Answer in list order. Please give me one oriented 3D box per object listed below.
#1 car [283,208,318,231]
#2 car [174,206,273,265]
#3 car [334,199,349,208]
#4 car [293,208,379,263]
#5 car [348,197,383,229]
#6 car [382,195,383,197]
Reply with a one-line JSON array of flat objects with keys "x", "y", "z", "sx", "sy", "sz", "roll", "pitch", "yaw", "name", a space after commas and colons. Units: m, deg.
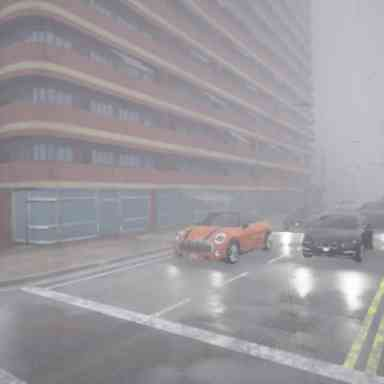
[{"x": 7.248, "y": 1.682, "z": 20.963, "sx": 1.994, "sy": 1.385, "sz": 4.181, "roll": -1, "pitch": -1, "yaw": 35, "name": "car"}, {"x": 1.308, "y": 1.473, "z": 12.448, "sx": 2.097, "sy": 1.767, "sz": 4.553, "roll": -1, "pitch": -1, "yaw": 35, "name": "car"}, {"x": 15.472, "y": 1.466, "z": 32.760, "sx": 2.097, "sy": 1.767, "sz": 4.553, "roll": -1, "pitch": -1, "yaw": 35, "name": "car"}, {"x": 5.584, "y": 1.557, "z": 12.461, "sx": 1.837, "sy": 1.490, "sz": 4.892, "roll": -1, "pitch": -1, "yaw": 35, "name": "car"}, {"x": 11.749, "y": 1.401, "z": 21.310, "sx": 2.097, "sy": 1.767, "sz": 4.553, "roll": -1, "pitch": -1, "yaw": 35, "name": "car"}, {"x": 19.719, "y": 1.258, "z": 32.693, "sx": 2.150, "sy": 2.045, "sz": 5.566, "roll": -1, "pitch": 0, "yaw": 37, "name": "car"}]
